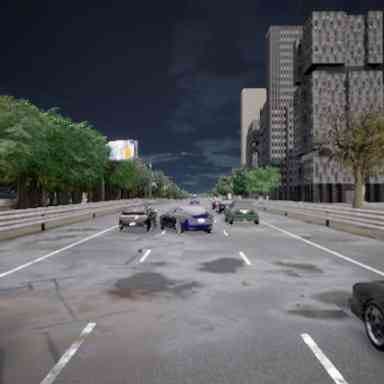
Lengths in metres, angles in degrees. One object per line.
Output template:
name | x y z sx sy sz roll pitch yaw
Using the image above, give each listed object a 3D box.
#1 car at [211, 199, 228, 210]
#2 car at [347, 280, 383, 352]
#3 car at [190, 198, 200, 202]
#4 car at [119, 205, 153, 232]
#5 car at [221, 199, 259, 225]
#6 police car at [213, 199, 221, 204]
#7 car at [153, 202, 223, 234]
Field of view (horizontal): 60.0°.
car | 3.829 1.705 47.169 2.163 1.488 4.792 0 -1 0
car | 3.520 1.561 3.142 2.033 1.411 5.357 0 0 0
car | 0.528 1.991 64.477 1.812 1.442 4.674 0 -1 1
car | -3.262 1.559 20.805 2.128 1.511 4.902 0 0 0
car | 3.668 1.434 25.113 2.097 1.767 4.553 0 0 0
police car | 3.745 1.545 36.250 1.930 1.638 5.238 0 0 0
car | -0.420 1.568 19.820 2.163 1.488 4.792 0 0 -24
